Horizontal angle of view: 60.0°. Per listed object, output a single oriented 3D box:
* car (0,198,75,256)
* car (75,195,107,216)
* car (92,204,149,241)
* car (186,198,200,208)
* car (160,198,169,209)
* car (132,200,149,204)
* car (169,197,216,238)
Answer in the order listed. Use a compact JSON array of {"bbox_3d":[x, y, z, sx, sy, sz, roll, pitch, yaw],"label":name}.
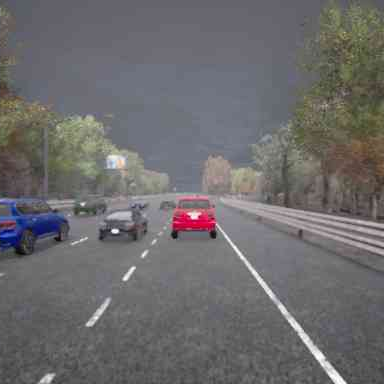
[{"bbox_3d":[-6.896,1.257,13.414,2.150,2.045,5.566,0,0,0],"label":"car"},{"bbox_3d":[-10.389,1.313,34.291,2.150,2.045,5.566,0,0,0],"label":"car"},{"bbox_3d":[-3.395,1.569,16.978,1.812,1.442,4.674,0,0,0],"label":"car"},{"bbox_3d":[0.196,1.702,52.489,1.994,1.385,4.181,0,0,1],"label":"car"},{"bbox_3d":[-3.384,1.630,46.891,1.837,1.490,4.892,0,0,0],"label":"car"},{"bbox_3d":[-6.883,1.718,44.555,1.895,1.301,4.718,0,0,0],"label":"car"},{"bbox_3d":[0.105,1.270,18.285,2.150,2.045,5.566,0,0,0],"label":"car"}]
